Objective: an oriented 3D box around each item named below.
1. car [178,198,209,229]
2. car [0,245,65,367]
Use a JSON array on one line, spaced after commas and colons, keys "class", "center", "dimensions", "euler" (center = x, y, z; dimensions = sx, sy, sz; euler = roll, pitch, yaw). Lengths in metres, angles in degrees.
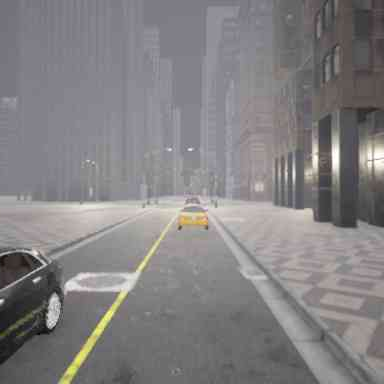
[{"class": "car", "center": [0.089, 1.430, 21.097], "dimensions": [1.801, 1.575, 5.366], "euler": [0, 0, 0]}, {"class": "car", "center": [-3.101, 1.496, 3.892], "dimensions": [1.837, 1.490, 4.892], "euler": [0, 0, 0]}]
